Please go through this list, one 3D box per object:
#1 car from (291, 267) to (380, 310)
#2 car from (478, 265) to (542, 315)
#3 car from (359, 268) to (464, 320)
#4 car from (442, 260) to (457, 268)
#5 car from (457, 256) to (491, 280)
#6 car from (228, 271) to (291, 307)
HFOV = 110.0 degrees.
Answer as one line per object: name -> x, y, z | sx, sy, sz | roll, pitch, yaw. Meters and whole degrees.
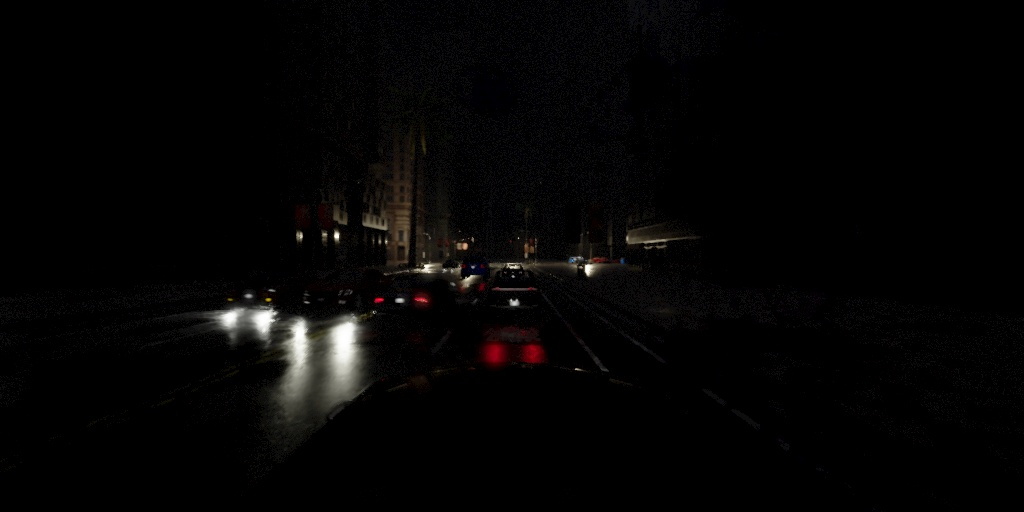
car -> -6.606, 1.239, 14.904 | 1.882, 1.535, 5.008 | 0, 0, 0
car -> 0.085, 1.252, 13.542 | 2.128, 1.511, 4.902 | 0, 0, 0
car -> -3.153, 1.307, 12.607 | 2.033, 1.411, 5.357 | 0, 0, 0
car -> -9.812, 1.355, 57.411 | 2.033, 1.411, 5.357 | 0, 0, 1
car -> -3.161, 1.000, 31.762 | 2.150, 2.045, 5.566 | 0, 0, 0
car -> -9.854, 1.326, 15.432 | 1.994, 1.385, 4.181 | 0, 0, 0
